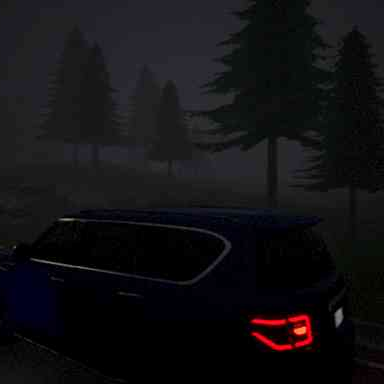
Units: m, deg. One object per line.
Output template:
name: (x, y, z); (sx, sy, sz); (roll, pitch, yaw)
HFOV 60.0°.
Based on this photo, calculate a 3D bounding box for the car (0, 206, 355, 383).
car: (-0.840, 1.210, 4.592); (5.566, 2.045, 2.150); (0, 0, 36)
